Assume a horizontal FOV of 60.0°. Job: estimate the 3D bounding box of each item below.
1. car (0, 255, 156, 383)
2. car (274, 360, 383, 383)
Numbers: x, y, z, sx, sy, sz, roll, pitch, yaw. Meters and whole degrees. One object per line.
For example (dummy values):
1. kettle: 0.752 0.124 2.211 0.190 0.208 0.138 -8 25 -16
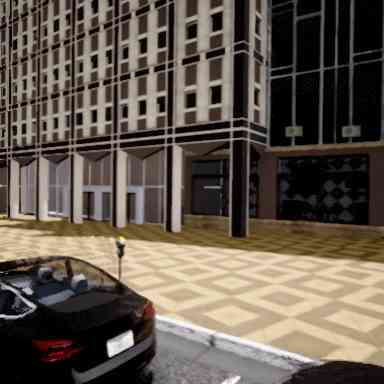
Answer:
1. car: -2.417 1.571 4.586 4.313 1.339 1.947 0 1 36
2. car: 2.163 1.565 1.319 4.313 1.339 1.947 0 1 36
